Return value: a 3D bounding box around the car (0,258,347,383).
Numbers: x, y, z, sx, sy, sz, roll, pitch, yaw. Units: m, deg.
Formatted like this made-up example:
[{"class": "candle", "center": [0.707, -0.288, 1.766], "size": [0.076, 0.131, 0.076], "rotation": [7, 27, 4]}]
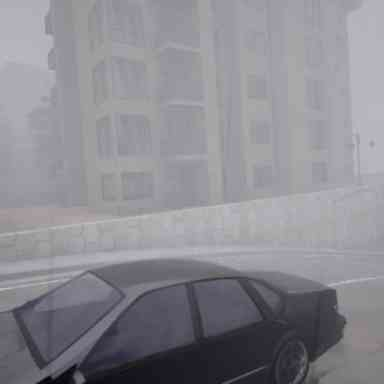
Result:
[{"class": "car", "center": [-0.489, 1.529, 3.641], "size": [5.357, 1.411, 2.033], "rotation": [1, 0, -35]}]
